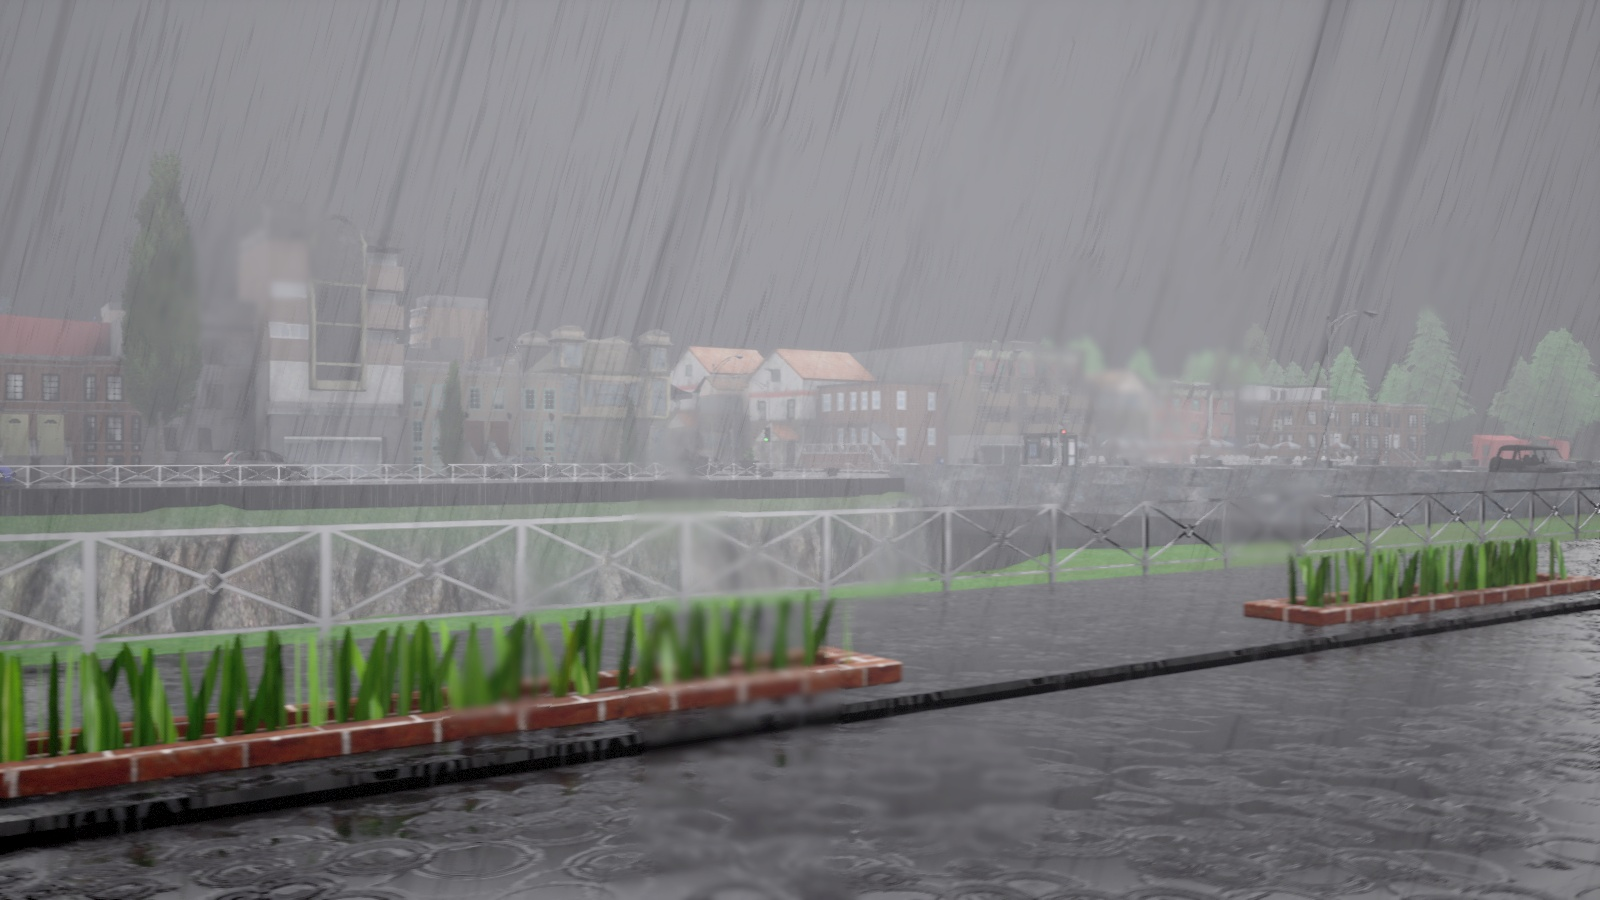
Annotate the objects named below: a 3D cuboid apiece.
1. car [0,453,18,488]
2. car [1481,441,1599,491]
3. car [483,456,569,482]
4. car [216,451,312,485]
[{"bbox_3d":[-36.408,0.901,54.115,4.514,1.525,2.007,0,0,-35],"label":"car"},{"bbox_3d":[29.054,0.600,49.071,1.905,1.878,3.866,0,0,-35],"label":"car"},{"bbox_3d":[-15.050,1.010,68.989,4.181,1.385,1.994,0,0,-35],"label":"car"},{"bbox_3d":[-26.137,0.848,61.269,3.988,1.617,1.851,0,0,-35],"label":"car"}]
